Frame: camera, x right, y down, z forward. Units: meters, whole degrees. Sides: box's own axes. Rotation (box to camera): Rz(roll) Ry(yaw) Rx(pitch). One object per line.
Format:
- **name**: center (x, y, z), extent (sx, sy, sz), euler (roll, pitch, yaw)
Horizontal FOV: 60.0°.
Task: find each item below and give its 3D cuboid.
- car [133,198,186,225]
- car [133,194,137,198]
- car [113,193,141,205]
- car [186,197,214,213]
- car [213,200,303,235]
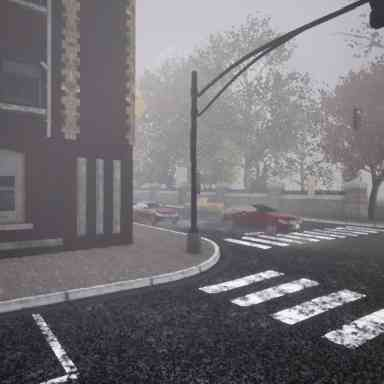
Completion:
- **car**: center (-2.474, 1.257, 21.042), extent (1.802, 1.307, 4.206), euler (2, 0, -36)
- **car**: center (-5.584, 1.090, 29.748), extent (1.994, 1.385, 4.181), euler (0, 1, -36)
- **car**: center (-8.651, 0.864, 43.897), extent (2.008, 1.369, 4.403), euler (1, 0, -36)
- **car**: center (0.979, 1.129, 30.571), extent (1.752, 1.417, 4.829), euler (1, 0, -36)
- **car**: center (3.520, 1.324, 17.562), extent (1.812, 1.442, 4.674), euler (0, 1, -40)
